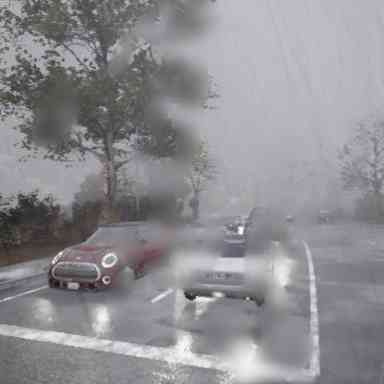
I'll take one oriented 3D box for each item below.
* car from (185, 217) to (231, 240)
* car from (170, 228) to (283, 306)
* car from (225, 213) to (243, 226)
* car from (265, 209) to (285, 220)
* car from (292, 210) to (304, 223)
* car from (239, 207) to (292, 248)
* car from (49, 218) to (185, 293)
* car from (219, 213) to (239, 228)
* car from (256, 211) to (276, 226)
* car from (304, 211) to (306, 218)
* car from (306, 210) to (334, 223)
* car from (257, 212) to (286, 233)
[{"bbox_3d":[0.682,2.289,18.721,1.895,1.301,4.718,-2,-3,16],"label":"car"},{"bbox_3d":[1.245,1.895,9.024,1.895,1.301,4.718,-2,-2,18],"label":"car"},{"bbox_3d":[4.844,3.136,38.043,1.895,1.301,4.718,-1,-3,8],"label":"car"},{"bbox_3d":[13.002,3.540,52.279,1.882,1.535,5.008,-1,-3,1],"label":"car"},{"bbox_3d":[12.453,3.167,42.317,1.994,1.385,4.181,-1,-3,6],"label":"car"},{"bbox_3d":[4.206,1.838,18.348,2.150,2.045,5.566,-2,-3,16],"label":"car"},{"bbox_3d":[-2.122,1.745,10.188,2.097,1.767,4.553,-2,-2,20],"label":"car"},{"bbox_3d":[2.997,2.582,27.905,1.837,1.490,4.892,-1,-3,12],"label":"car"},{"bbox_3d":[8.410,2.989,38.285,1.837,1.490,4.892,-1,-3,8],"label":"car"},{"bbox_3d":[16.456,3.486,50.730,1.994,1.385,4.181,-1,-3,1],"label":"car"},{"bbox_3d":[15.798,2.967,40.638,1.837,1.490,4.892,-1,-3,6],"label":"car"},{"bbox_3d":[6.608,2.519,28.064,2.128,1.511,4.902,-1,-3,11],"label":"car"}]
